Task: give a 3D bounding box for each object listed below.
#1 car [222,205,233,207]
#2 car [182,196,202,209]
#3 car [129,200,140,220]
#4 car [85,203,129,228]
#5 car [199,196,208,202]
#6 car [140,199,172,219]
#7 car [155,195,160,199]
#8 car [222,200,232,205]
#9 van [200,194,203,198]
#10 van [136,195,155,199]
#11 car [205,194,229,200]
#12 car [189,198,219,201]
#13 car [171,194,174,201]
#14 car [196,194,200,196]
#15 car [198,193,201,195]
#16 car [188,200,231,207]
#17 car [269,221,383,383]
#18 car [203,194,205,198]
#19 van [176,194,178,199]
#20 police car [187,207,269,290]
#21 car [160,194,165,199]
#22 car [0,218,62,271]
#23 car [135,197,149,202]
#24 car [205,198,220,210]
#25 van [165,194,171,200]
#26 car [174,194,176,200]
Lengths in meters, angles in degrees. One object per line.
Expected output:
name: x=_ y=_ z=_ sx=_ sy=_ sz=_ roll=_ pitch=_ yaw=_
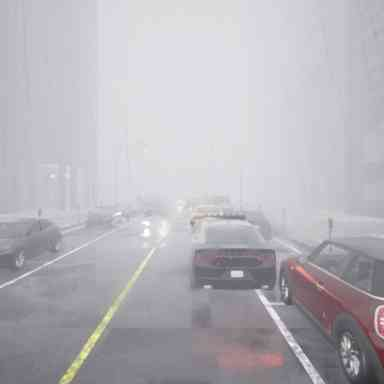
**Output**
car: x=2.757 y=1.567 z=16.573 sx=1.947 sy=1.339 sz=4.313 roll=0 pitch=0 yaw=0
car: x=0.000 y=1.561 z=44.554 sx=2.033 sy=1.411 sz=5.357 roll=0 pitch=0 yaw=1
car: x=-5.771 y=1.586 z=27.776 sx=1.802 sy=1.307 sz=4.206 roll=0 pitch=0 yaw=0
car: x=-5.769 y=1.553 z=22.167 sx=2.008 sy=1.369 sz=4.403 roll=0 pitch=0 yaw=0
car: x=2.742 y=1.581 z=78.273 sx=1.887 sy=1.381 sz=4.507 roll=0 pitch=0 yaw=0
car: x=-3.110 y=1.606 z=29.597 sx=1.895 sy=1.301 sz=4.718 roll=0 pitch=0 yaw=0
car: x=-5.775 y=1.453 z=44.605 sx=1.967 sy=1.590 sz=4.097 roll=0 pitch=0 yaw=0
car: x=2.754 y=1.586 z=27.791 sx=1.802 sy=1.307 sz=4.206 roll=0 pitch=0 yaw=0
van: x=2.748 y=1.361 z=55.837 sx=1.690 sy=1.788 sz=3.998 roll=0 pitch=0 yaw=0
van: x=-5.773 y=1.351 z=38.995 sx=1.690 sy=1.788 sz=3.998 roll=0 pitch=0 yaw=0
car: x=2.753 y=1.322 z=33.400 sx=2.192 sy=1.841 sz=5.009 roll=0 pitch=0 yaw=0
car: x=0.892 y=1.481 z=25.079 sx=1.882 sy=1.535 sz=5.008 roll=0 pitch=0 yaw=0
car: x=-5.781 y=1.347 z=72.652 sx=2.192 sy=1.841 sz=5.009 roll=0 pitch=0 yaw=0
car: x=-0.016 y=1.589 z=63.265 sx=1.994 sy=1.385 sz=4.181 roll=0 pitch=0 yaw=0
car: x=2.745 y=1.343 z=67.055 sx=2.192 sy=1.841 sz=5.009 roll=0 pitch=0 yaw=0
car: x=0.846 y=1.481 z=19.072 sx=1.882 sy=1.535 sz=5.008 roll=0 pitch=0 yaw=-1
car: x=2.760 y=1.440 z=5.355 sx=1.967 sy=1.590 sz=4.097 roll=0 pitch=0 yaw=0
car: x=2.752 y=1.325 z=39.010 sx=2.192 sy=1.841 sz=5.009 roll=0 pitch=0 yaw=0
van: x=-5.787 y=1.391 z=95.090 sx=1.690 sy=1.788 sz=3.998 roll=0 pitch=0 yaw=0
police car: x=0.896 y=1.425 z=9.189 sx=1.930 sy=1.638 sz=5.238 roll=0 pitch=0 yaw=0
car: x=-5.776 y=1.331 z=50.214 sx=2.192 sy=1.841 sz=5.009 roll=0 pitch=0 yaw=0
car: x=-5.766 y=1.565 z=10.948 sx=1.947 sy=1.339 sz=4.313 roll=0 pitch=0 yaw=0
car: x=-5.772 y=1.532 z=33.216 sx=1.752 sy=1.417 sz=4.829 roll=0 pitch=0 yaw=0
car: x=2.750 y=1.539 z=44.789 sx=1.752 sy=1.417 sz=4.829 roll=0 pitch=0 yaw=0
van: x=-5.780 y=1.369 z=67.043 sx=1.690 sy=1.788 sz=3.998 roll=0 pitch=0 yaw=0
car: x=-5.784 y=1.591 z=83.871 sx=2.008 sy=1.369 sz=4.403 roll=0 pitch=0 yaw=0
